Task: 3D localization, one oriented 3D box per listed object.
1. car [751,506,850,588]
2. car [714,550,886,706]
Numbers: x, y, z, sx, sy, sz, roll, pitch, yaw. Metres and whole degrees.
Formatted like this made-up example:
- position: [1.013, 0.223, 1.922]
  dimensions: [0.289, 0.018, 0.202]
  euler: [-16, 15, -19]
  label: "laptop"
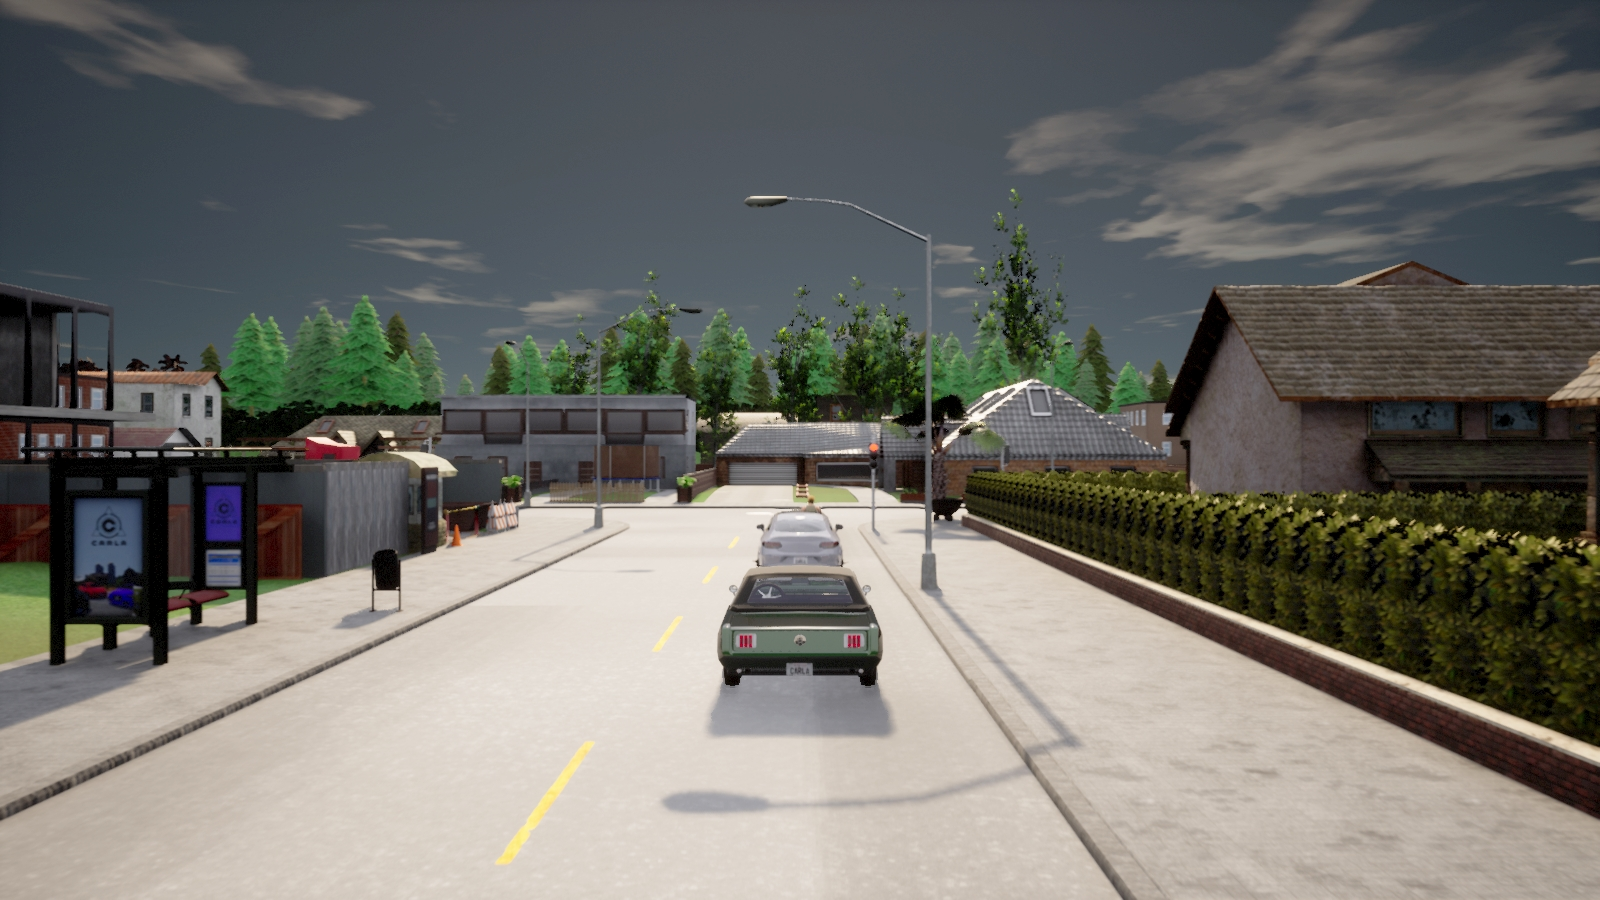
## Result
- position: [-0.001, 2.081, 25.528]
  dimensions: [2.002, 1.442, 4.674]
  euler: [0, 0, 0]
  label: "car"
- position: [0.001, 2.155, 14.897]
  dimensions: [1.895, 1.301, 4.718]
  euler: [0, 0, 0]
  label: "car"
